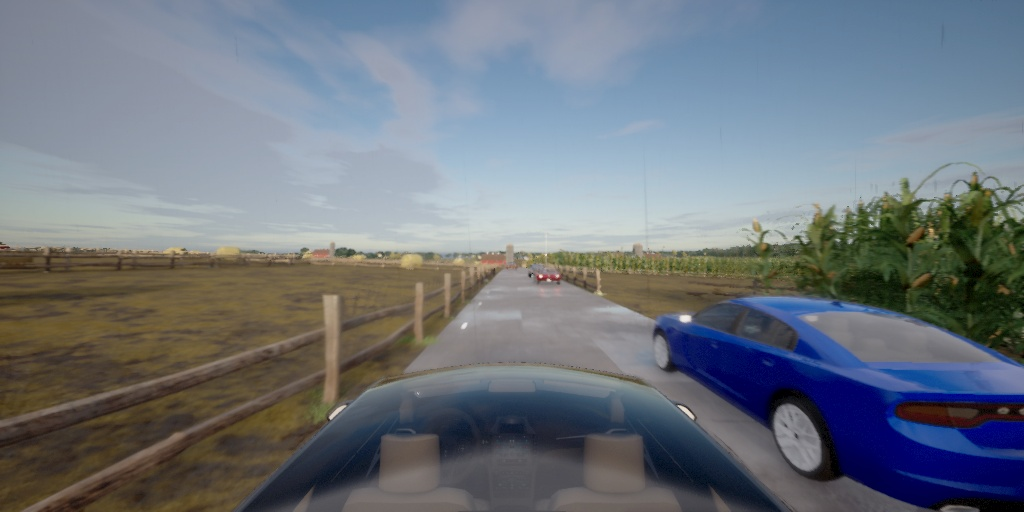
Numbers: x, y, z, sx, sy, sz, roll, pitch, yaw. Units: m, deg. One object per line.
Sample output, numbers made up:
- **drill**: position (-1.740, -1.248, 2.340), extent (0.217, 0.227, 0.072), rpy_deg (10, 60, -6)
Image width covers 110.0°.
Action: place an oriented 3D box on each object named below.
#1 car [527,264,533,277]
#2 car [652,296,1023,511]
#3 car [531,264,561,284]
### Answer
- **car**: position (2.718, 1.620, 39.977), extent (2.033, 1.411, 5.357), rpy_deg (0, -1, 0)
- **car**: position (3.559, 1.264, 4.762), extent (1.882, 1.535, 5.008), rpy_deg (0, 0, 0)
- **car**: position (2.765, 1.561, 28.868), extent (1.895, 1.301, 4.718), rpy_deg (0, -1, 0)
